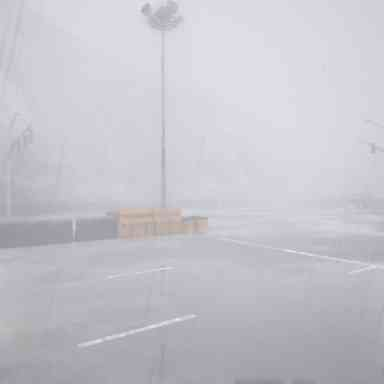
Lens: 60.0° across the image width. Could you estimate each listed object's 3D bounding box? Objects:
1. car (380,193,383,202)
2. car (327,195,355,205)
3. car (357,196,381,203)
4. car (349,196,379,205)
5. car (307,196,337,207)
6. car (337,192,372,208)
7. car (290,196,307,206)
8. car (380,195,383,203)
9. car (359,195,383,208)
[{"bbox_3d":[40.298,1.063,67.226,4.553,1.767,2.097,0,0,-36],"label":"car"},{"bbox_3d":[25.387,1.280,56.564,4.902,1.511,2.128,0,0,-35],"label":"car"},{"bbox_3d":[32.958,1.343,61.898,4.718,1.301,1.895,0,0,-36],"label":"car"},{"bbox_3d":[28.027,1.333,54.149,5.357,1.411,2.033,0,0,-35],"label":"car"},{"bbox_3d":[19.426,1.323,48.021,4.902,1.511,2.128,0,0,-36],"label":"car"},{"bbox_3d":[23.070,1.044,46.326,5.566,2.045,2.150,0,0,-36],"label":"car"},{"bbox_3d":[16.925,1.360,50.537,4.674,1.442,1.812,0,0,-35],"label":"car"},{"bbox_3d":[35.886,1.248,59.690,4.892,1.490,1.837,0,0,-36],"label":"car"},{"bbox_3d":[23.801,1.431,42.547,4.718,1.301,1.895,0,0,-36],"label":"car"}]
